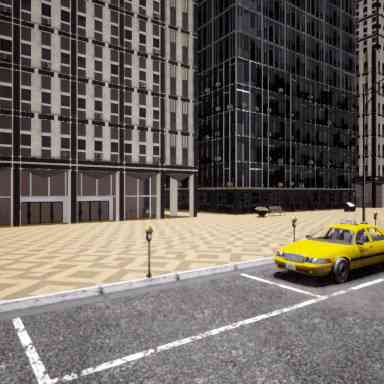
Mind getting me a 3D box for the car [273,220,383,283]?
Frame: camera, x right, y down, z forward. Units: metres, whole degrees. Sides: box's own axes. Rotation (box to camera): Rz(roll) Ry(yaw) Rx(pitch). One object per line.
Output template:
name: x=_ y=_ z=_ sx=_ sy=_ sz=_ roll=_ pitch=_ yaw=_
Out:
car: x=4.421 y=1.526 z=9.667 sx=4.829 sy=1.417 sz=1.752 roll=0 pitch=0 yaw=-35
